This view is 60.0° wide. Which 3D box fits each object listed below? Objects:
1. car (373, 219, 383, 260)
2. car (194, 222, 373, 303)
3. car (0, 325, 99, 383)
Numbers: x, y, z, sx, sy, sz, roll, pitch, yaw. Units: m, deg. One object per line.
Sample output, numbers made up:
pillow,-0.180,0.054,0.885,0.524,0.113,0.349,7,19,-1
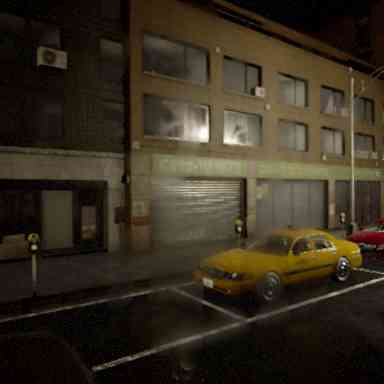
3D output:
car,6.903,1.584,11.465,4.206,1.307,1.802,0,-1,-36
car,2.289,1.525,8.174,4.829,1.417,1.752,0,0,-36
car,-2.973,1.548,1.250,5.357,1.411,2.033,0,0,-36
